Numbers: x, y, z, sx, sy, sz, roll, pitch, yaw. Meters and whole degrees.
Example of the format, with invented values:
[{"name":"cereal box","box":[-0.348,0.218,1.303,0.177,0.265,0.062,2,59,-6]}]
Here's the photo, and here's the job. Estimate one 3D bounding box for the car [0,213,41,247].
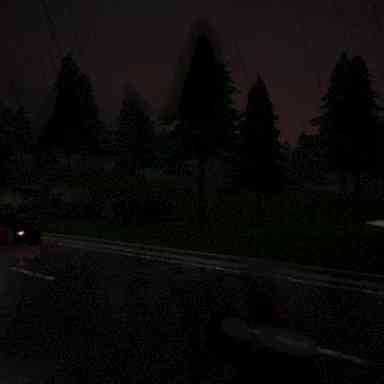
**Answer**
[{"name":"car","box":[-8.269,1.570,14.066,4.181,1.385,1.994,0,0,35]}]
